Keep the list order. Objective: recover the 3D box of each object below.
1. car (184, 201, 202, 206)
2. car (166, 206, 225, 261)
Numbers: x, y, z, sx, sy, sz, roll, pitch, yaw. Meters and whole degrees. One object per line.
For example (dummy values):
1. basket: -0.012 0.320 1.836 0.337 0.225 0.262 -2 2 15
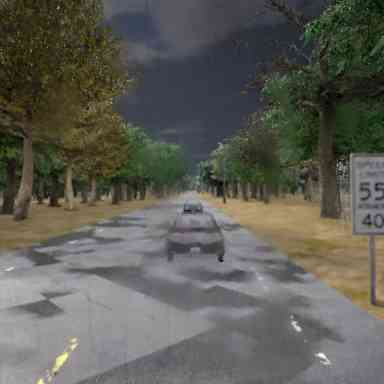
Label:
1. car: 0.114 1.525 33.723 1.895 1.301 4.718 0 0 0
2. car: 0.105 1.463 12.092 2.128 1.511 4.902 0 0 0
